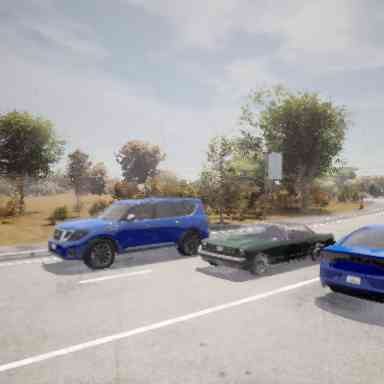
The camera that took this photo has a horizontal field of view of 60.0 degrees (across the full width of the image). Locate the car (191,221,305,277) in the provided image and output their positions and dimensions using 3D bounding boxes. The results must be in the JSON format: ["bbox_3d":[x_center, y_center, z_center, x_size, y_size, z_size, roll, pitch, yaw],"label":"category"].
[{"bbox_3d":[2.467,1.618,10.465,4.718,1.301,1.895,0,0,-39],"label":"car"}]

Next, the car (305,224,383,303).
[{"bbox_3d":[4.936,1.488,7.748,5.008,1.535,1.882,0,0,-39],"label":"car"}]

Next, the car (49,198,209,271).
[{"bbox_3d":[-1.878,1.246,11.480,5.566,2.045,2.150,0,0,-38],"label":"car"}]
